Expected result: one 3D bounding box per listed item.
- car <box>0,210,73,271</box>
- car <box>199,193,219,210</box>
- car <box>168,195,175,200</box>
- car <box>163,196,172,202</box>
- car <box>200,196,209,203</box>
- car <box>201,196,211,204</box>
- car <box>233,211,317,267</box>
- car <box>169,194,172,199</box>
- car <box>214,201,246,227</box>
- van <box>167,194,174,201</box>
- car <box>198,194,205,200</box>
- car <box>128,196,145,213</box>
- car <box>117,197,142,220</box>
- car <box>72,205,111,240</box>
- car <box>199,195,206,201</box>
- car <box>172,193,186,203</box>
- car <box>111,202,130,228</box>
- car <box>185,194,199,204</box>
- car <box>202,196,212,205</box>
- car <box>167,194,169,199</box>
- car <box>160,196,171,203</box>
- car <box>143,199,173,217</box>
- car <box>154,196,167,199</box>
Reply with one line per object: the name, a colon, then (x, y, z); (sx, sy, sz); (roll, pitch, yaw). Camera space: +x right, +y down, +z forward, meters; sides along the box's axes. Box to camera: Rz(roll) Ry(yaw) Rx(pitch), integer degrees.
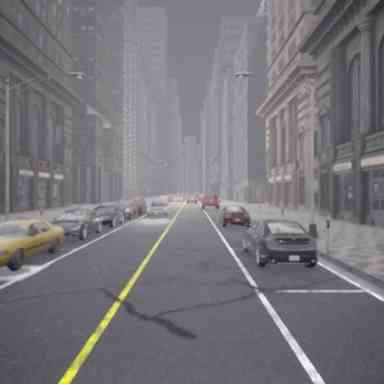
car: (-5.761, 1.527, 10.982); (1.752, 1.417, 4.829); (0, 0, 0)
car: (2.391, 1.236, 44.081); (2.150, 2.045, 5.566); (0, 0, 0)
car: (-5.766, 1.607, 95.178); (1.802, 1.307, 4.206); (0, 0, 0)
car: (-5.765, 1.564, 78.373); (1.887, 1.381, 4.507); (0, 0, 0)
car: (2.761, 1.562, 72.780); (1.887, 1.381, 4.507); (0, 0, 0)
car: (2.761, 1.560, 67.178); (1.887, 1.381, 4.507); (0, 0, 0)
car: (2.764, 1.553, 11.156); (2.008, 1.369, 4.403); (0, 0, 0)
car: (-5.764, 1.455, 67.169); (1.967, 1.590, 4.097); (0, 0, 0)
car: (2.764, 1.549, 22.361); (1.887, 1.381, 4.507); (0, 0, 0)
van: (-5.765, 1.364, 89.577); (1.690, 1.788, 3.998); (0, 0, 0)
car: (2.760, 1.465, 95.189); (1.967, 1.590, 4.097); (0, 0, 0)
car: (-5.761, 1.320, 33.558); (2.192, 1.841, 5.009); (0, 0, 0)
car: (-5.761, 1.445, 27.957); (1.967, 1.590, 4.097); (0, 0, 0)
car: (-5.761, 1.553, 16.753); (2.008, 1.369, 4.403); (0, 0, 0)
car: (2.760, 1.568, 89.587); (1.887, 1.381, 4.507); (0, 0, 0)
car: (-3.005, 1.355, 71.961); (2.097, 1.767, 4.553); (0, 0, 0)
car: (-5.761, 1.569, 22.355); (1.947, 1.339, 4.313); (0, 0, 0)
car: (-0.004, 1.579, 63.449); (1.994, 1.385, 4.181); (0, 0, 0)
car: (2.762, 1.539, 61.746); (1.752, 1.417, 4.829); (0, 0, 0)
car: (-5.764, 1.539, 61.397); (1.752, 1.417, 4.829); (0, 0, 0)
car: (-5.764, 1.562, 72.771); (1.887, 1.381, 4.507); (0, 0, 0)
car: (-3.101, 1.606, 31.370); (1.895, 1.301, 4.718); (0, 0, 0)
car: (-5.764, 1.594, 55.965); (1.802, 1.307, 4.206); (0, 0, 0)
